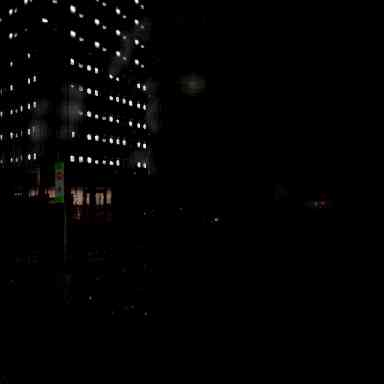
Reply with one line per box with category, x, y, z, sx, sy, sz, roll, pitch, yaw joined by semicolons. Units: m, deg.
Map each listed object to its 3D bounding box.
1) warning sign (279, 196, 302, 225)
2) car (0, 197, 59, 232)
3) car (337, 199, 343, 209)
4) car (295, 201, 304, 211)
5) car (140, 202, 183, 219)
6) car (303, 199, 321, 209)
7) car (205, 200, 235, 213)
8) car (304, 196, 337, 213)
warning sign;6.804;1.251;22.976;1.300;1.860;1.060;0;0;34
car;-10.591;1.334;20.254;2.150;2.045;5.566;0;-1;37
car;21.914;1.817;51.071;1.882;1.535;5.008;0;0;31
car;14.118;1.900;44.697;1.895;1.301;4.718;0;-1;33
car;-2.822;1.709;31.414;1.837;1.490;4.892;0;-1;34
car;19.136;1.880;52.758;1.812;1.442;4.674;0;0;31
car;3.451;1.750;40.620;1.882;1.535;5.008;0;-1;34
car;16.400;1.502;42.254;2.150;2.045;5.566;0;-1;34
